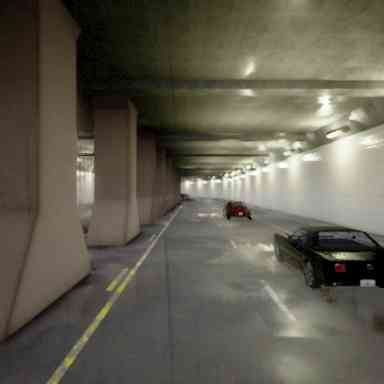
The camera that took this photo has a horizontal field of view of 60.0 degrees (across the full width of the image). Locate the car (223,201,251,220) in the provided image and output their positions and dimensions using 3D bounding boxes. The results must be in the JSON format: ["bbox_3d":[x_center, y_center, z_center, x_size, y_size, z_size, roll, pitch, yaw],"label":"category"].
[{"bbox_3d":[3.586,1.430,26.802,1.812,1.442,4.674,0,0,0],"label":"car"}]

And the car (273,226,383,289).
[{"bbox_3d":[3.600,1.568,9.017,1.895,1.301,4.718,0,0,0],"label":"car"}]

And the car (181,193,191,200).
[{"bbox_3d":[-1.325,1.240,80.327,1.812,1.442,4.674,0,0,-3],"label":"car"}]
